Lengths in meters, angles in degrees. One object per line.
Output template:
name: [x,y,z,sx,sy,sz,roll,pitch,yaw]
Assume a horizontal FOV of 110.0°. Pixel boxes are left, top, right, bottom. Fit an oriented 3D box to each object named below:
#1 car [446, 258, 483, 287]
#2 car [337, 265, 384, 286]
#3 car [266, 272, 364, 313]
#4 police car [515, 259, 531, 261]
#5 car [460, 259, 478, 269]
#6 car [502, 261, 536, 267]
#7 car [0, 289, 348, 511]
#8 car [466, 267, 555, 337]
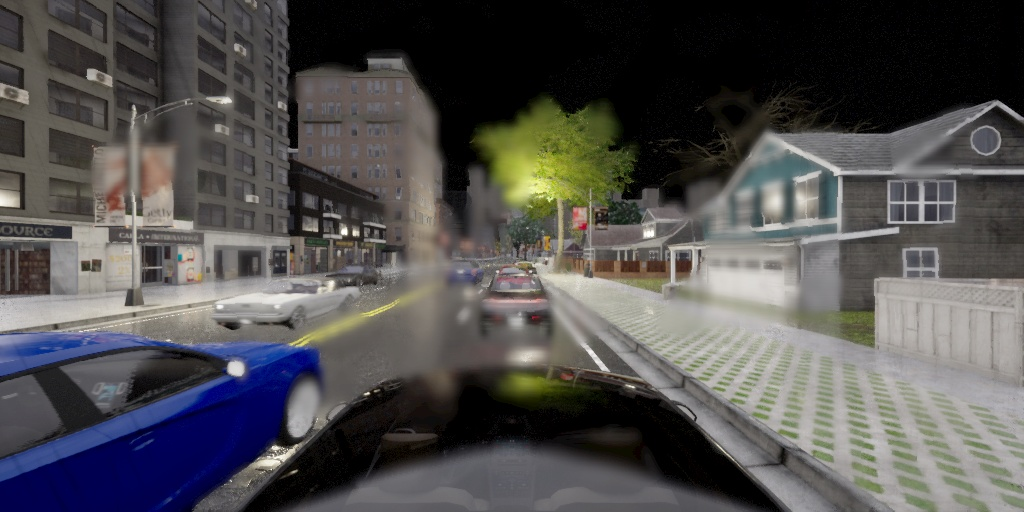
car: [-3.127,1.091,24.621,2.097,1.767,4.553,0,0,1]
car: [-9.824,1.286,22.670,2.033,1.411,5.357,0,0,0]
car: [-6.588,1.348,11.113,1.895,1.301,4.718,0,0,0]
police car: [1.008,1.156,29.578,1.930,1.638,5.238,0,0,0]
car: [-6.533,1.188,55.112,2.128,1.511,4.902,0,0,0]
car: [0.122,1.219,19.849,1.882,1.535,5.008,0,0,0]
car: [-3.148,1.228,2.234,1.882,1.535,5.008,0,0,0]
car: [0.113,1.239,10.346,2.128,1.511,4.902,0,0,0]
